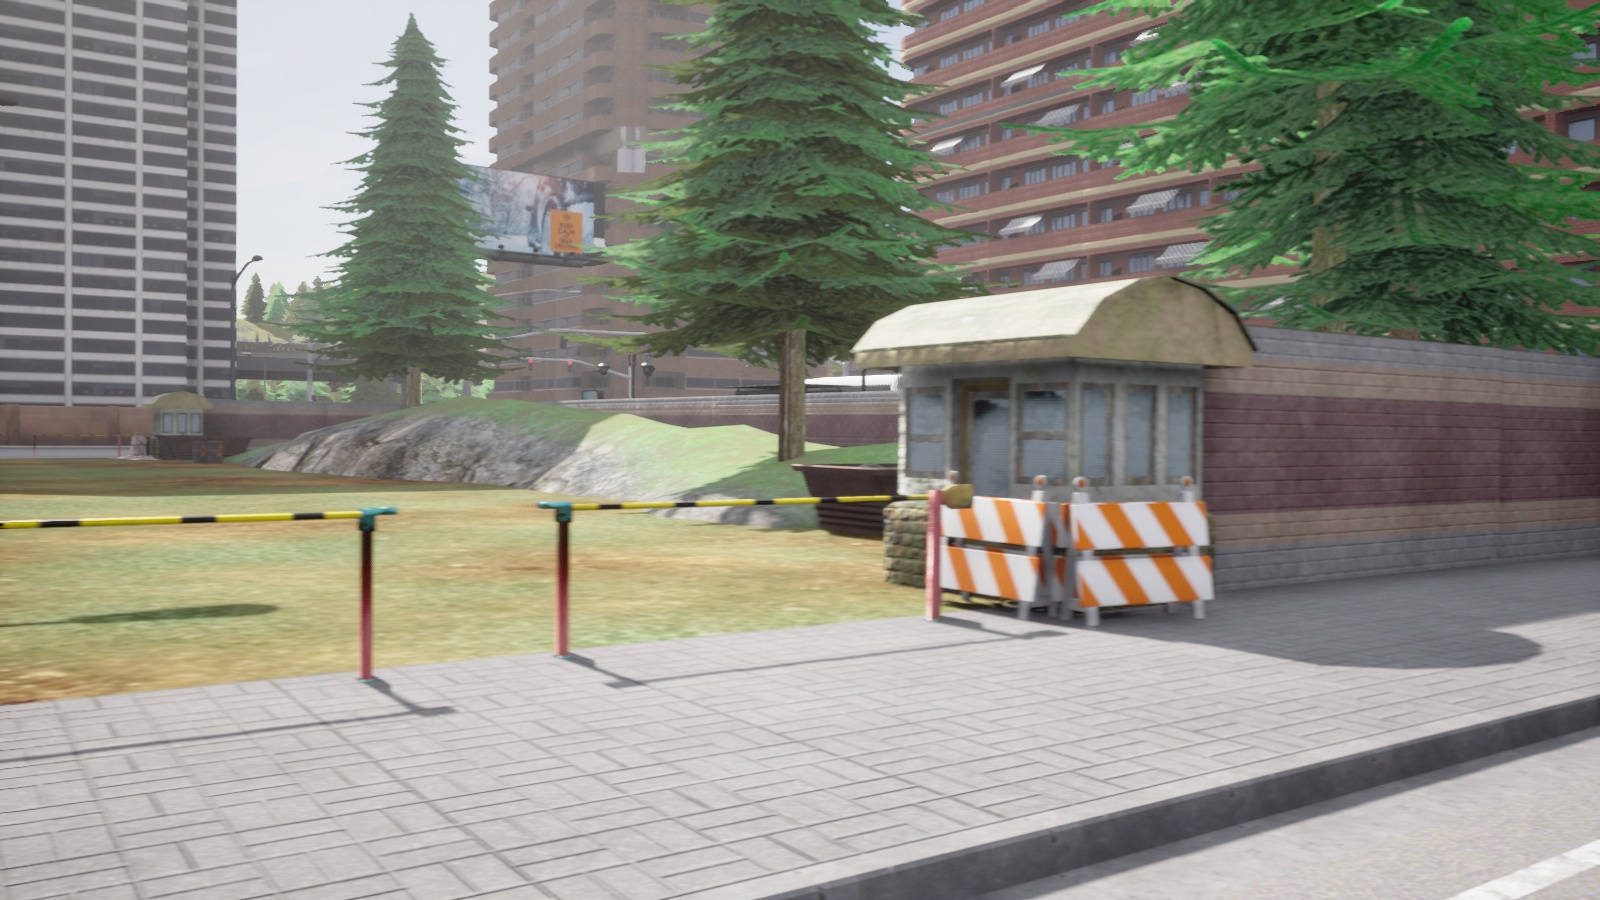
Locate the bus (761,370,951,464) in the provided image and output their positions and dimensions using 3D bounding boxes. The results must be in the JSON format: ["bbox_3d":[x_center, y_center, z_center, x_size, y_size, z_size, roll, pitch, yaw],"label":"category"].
[{"bbox_3d":[2.524,-1.555,61.751,3.944,4.253,10.273,-1,1,-34],"label":"bus"}]
